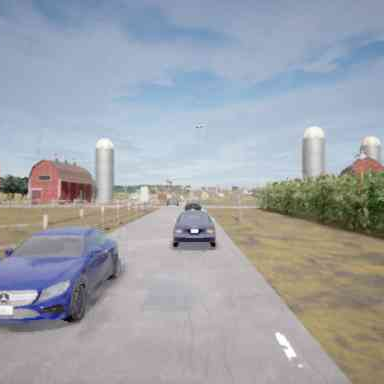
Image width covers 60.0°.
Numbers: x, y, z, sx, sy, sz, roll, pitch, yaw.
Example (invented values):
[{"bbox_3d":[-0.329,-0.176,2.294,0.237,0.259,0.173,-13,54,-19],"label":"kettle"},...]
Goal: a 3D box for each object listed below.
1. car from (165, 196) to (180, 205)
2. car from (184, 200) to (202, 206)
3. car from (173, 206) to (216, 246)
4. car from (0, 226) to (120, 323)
[{"bbox_3d":[-2.754,1.361,47.852,1.837,1.490,4.892,0,-1,0],"label":"car"},{"bbox_3d":[0.098,1.655,37.755,1.837,1.490,4.892,0,-1,0],"label":"car"},{"bbox_3d":[0.100,1.580,15.469,2.033,1.411,5.357,0,0,0],"label":"car"},{"bbox_3d":[-2.850,1.537,7.353,1.812,1.442,4.674,0,0,0],"label":"car"}]
